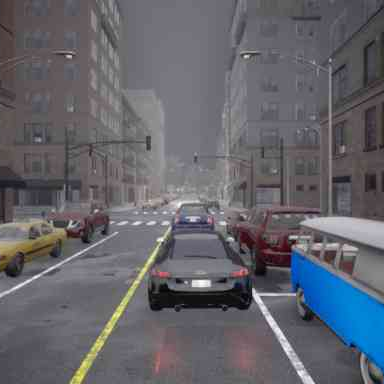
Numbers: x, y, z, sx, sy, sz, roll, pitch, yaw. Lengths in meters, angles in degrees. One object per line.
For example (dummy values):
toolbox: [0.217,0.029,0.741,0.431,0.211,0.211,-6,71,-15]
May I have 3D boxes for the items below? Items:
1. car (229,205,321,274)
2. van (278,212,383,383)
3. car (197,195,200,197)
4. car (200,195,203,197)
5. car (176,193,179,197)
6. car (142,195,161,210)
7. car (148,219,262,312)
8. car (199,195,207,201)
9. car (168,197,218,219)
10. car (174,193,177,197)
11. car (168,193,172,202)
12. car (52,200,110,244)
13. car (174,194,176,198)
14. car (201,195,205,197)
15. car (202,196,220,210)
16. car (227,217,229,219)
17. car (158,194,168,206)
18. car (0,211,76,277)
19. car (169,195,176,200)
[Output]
car: [2.643,1.314,10.407,2.192,1.841,5.009,0,0,0]
van: [2.640,1.341,4.729,1.690,1.788,3.998,0,0,0]
car: [2.668,1.547,70.504,2.008,1.369,4.403,0,0,0]
car: [2.661,1.547,54.058,2.008,1.369,4.403,0,0,0]
car: [-5.362,1.312,86.954,2.192,1.841,5.009,0,0,0]
car: [-5.397,1.521,42.928,1.752,1.417,4.829,0,0,0]
car: [0.101,1.564,7.799,1.994,1.385,4.181,0,0,-2]
car: [2.673,1.437,81.468,1.967,1.590,4.097,0,0,0]
car: [0.057,1.351,17.855,2.097,1.767,4.553,0,0,0]
car: [-5.367,1.563,81.472,1.947,1.339,4.313,0,0,0]
car: [-5.384,1.311,59.544,2.192,1.841,5.009,0,0,0]
car: [-5.393,1.314,16.091,2.192,1.841,5.009,0,0,0]
car: [-5.371,1.548,75.990,2.008,1.369,4.403,0,0,0]
car: [2.659,1.541,48.576,1.887,1.381,4.507,0,0,0]
car: [2.656,1.547,43.095,2.008,1.369,4.403,0,0,0]
car: [2.645,1.581,16.086,1.802,1.307,4.206,0,0,0]
car: [-5.389,1.522,53.892,1.752,1.417,4.829,0,0,0]
car: [-5.395,1.525,10.242,1.752,1.417,4.829,0,0,0]
car: [-5.359,1.523,92.266,1.752,1.417,4.829,0,0,0]
